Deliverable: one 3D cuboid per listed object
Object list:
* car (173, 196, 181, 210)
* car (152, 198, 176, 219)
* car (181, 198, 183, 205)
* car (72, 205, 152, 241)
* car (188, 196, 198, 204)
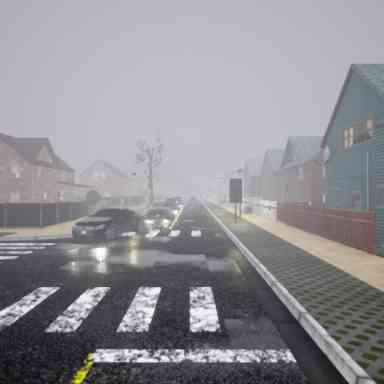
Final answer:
[{"bbox_3d":[-2.750,1.518,43.532,1.837,1.490,4.892,0,0,0],"label":"car"},{"bbox_3d":[-2.783,1.555,29.739,2.033,1.411,5.357,0,0,0],"label":"car"},{"bbox_3d":[-2.632,1.535,59.561,1.837,1.490,4.892,0,0,0],"label":"car"},{"bbox_3d":[-4.047,1.533,17.033,1.812,1.442,4.674,0,0,20],"label":"car"},{"bbox_3d":[0.147,1.557,65.753,1.812,1.442,4.674,0,0,0],"label":"car"}]
